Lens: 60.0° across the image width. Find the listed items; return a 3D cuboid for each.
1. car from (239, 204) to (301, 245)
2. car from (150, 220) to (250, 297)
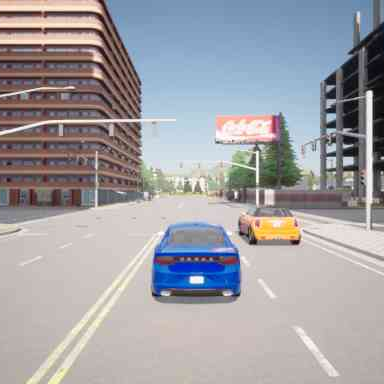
[{"bbox_3d":[3.473,1.352,15.728,2.097,1.767,4.553,0,0,0],"label":"car"},{"bbox_3d":[0.085,1.478,8.639,1.882,1.535,5.008,0,0,0],"label":"car"}]
